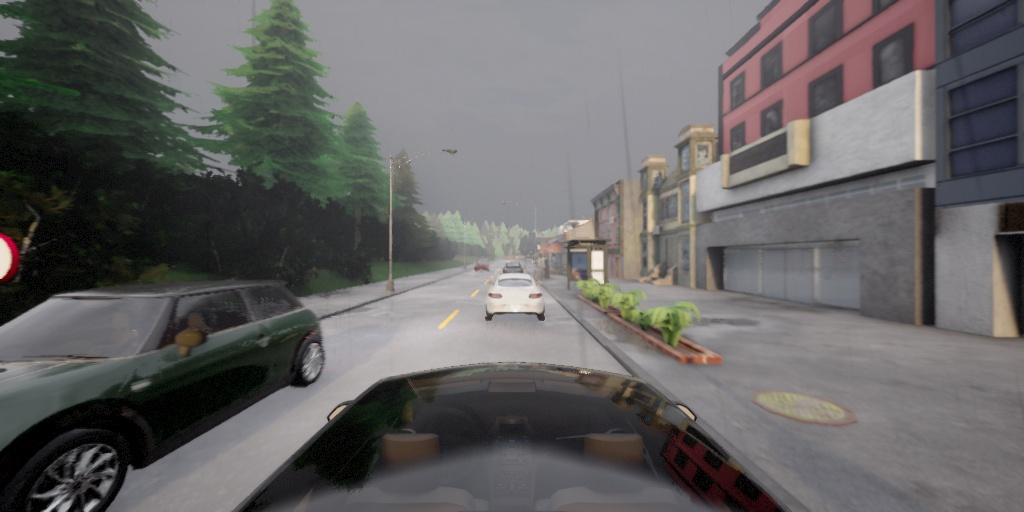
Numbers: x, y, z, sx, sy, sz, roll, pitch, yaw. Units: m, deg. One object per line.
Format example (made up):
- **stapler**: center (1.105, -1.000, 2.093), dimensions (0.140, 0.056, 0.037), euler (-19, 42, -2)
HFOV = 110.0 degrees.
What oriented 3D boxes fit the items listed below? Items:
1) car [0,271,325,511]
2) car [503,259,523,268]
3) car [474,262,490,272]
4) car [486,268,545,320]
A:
- **car**: center (-4.102, 1.109, 3.937), dimensions (2.097, 1.767, 4.553), euler (0, 0, 0)
- **car**: center (0.092, 1.339, 33.213), dimensions (2.128, 1.511, 4.902), euler (0, 0, 0)
- **car**: center (-4.092, 1.495, 48.991), dimensions (1.895, 1.301, 4.718), euler (0, 0, 0)
- **car**: center (0.097, 1.309, 12.625), dimensions (1.812, 1.442, 4.674), euler (0, 0, 0)
